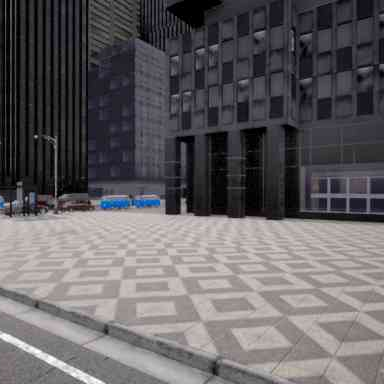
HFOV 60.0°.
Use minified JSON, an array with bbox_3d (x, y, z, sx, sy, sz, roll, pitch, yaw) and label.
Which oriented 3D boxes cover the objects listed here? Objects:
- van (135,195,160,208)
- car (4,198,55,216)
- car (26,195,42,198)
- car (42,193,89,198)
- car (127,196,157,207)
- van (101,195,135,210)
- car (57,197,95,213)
[{"bbox_3d":[-6.084,1.329,45.778,1.690,1.788,3.998,0,0,35],"label":"van"},{"bbox_3d":[-15.963,1.549,31.903,2.008,1.369,4.403,0,0,35],"label":"car"},{"bbox_3d":[-19.615,1.285,41.470,2.192,1.841,5.009,0,0,35],"label":"car"},{"bbox_3d":[-15.629,1.197,42.478,2.150,2.045,5.566,0,0,35],"label":"car"},{"bbox_3d":[-7.936,1.475,53.243,1.837,1.490,4.892,0,0,36],"label":"car"},{"bbox_3d":[-9.376,1.332,41.153,1.690,1.788,3.998,0,0,35],"label":"van"},{"bbox_3d":[-12.670,1.576,36.528,1.802,1.307,4.206,0,0,35],"label":"car"}]
